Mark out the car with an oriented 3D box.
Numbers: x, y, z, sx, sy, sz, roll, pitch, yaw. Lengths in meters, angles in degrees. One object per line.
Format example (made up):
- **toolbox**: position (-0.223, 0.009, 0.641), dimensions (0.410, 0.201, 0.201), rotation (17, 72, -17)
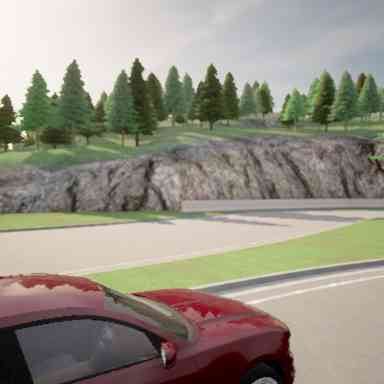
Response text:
- **car**: position (-1.256, 1.478, 2.748), dimensions (5.008, 1.535, 1.882), rotation (0, 0, -34)
